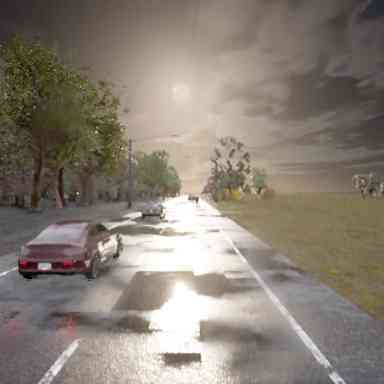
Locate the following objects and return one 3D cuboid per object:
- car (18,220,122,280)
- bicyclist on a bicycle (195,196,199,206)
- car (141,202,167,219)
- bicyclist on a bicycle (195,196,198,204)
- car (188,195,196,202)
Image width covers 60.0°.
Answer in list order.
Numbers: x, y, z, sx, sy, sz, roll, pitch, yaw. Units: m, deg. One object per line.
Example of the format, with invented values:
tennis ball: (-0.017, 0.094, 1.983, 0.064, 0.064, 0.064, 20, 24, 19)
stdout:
car: (-3.399, 1.558, 9.982, 1.812, 1.442, 4.674, 0, 0, 0)
bicyclist on a bicycle: (0.971, 1.559, 58.252, 0.659, 1.776, 1.843, 0, 0, 0)
car: (-3.397, 1.645, 30.227, 2.033, 1.411, 5.357, 0, 0, 0)
bicyclist on a bicycle: (0.973, 1.671, 67.135, 0.582, 1.620, 1.656, 0, -1, 0)
car: (0.013, 1.505, 84.256, 2.097, 1.767, 4.553, 0, 0, 0)
